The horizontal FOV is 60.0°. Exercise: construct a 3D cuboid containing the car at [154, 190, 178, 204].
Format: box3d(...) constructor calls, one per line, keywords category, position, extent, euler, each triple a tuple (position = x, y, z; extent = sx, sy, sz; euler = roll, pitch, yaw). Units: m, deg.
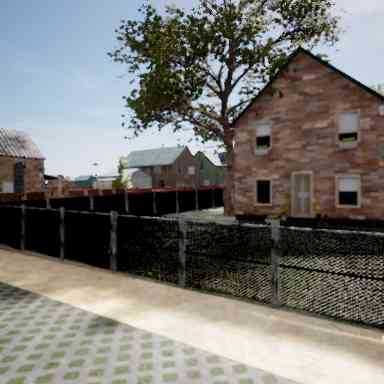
box3d(category="car", position=(-2.230, 0.500, 29.917), extent=(1.812, 1.442, 4.674), euler=(0, 2, 36))
